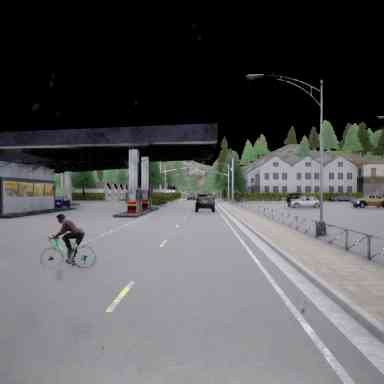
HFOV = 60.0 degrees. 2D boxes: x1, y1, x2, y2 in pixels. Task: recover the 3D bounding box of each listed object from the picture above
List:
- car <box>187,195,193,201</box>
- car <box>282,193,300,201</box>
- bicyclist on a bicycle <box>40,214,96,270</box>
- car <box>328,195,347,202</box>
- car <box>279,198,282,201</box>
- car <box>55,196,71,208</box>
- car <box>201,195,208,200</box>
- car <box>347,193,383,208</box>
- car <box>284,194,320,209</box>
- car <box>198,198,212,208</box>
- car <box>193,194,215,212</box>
[{"bbox_3d":[-0.264,1.540,86.952,2.033,1.411,5.357,0,0,2],"label":"car"},{"bbox_3d":[14.962,1.077,45.691,3.866,1.878,1.905,0,0,2],"label":"car"},{"bbox_3d":[-3.595,1.455,9.596,1.656,1.620,0.582,-2,0,2],"label":"bicyclist on a bicycle"},{"bbox_3d":[30.697,1.348,67.786,5.357,1.411,2.033,0,0,2],"label":"car"},{"bbox_3d":[20.054,1.361,68.154,4.181,1.385,1.994,0,0,2],"label":"car"},{"bbox_3d":[-19.004,1.480,47.321,2.242,1.667,4.611,0,0,2],"label":"car"},{"bbox_3d":[3.501,1.525,93.896,2.128,1.511,4.902,0,0,2],"label":"car"},{"bbox_3d":[22.721,1.097,42.155,4.605,1.855,1.932,0,0,2],"label":"car"},{"bbox_3d":[14.245,1.361,42.387,3.806,1.475,1.970,0,0,2],"label":"car"},{"bbox_3d":[1.889,1.564,48.756,1.994,1.385,4.181,0,0,2],"label":"car"},{"bbox_3d":[1.493,1.221,38.164,2.150,2.045,5.566,0,0,2],"label":"car"}]
